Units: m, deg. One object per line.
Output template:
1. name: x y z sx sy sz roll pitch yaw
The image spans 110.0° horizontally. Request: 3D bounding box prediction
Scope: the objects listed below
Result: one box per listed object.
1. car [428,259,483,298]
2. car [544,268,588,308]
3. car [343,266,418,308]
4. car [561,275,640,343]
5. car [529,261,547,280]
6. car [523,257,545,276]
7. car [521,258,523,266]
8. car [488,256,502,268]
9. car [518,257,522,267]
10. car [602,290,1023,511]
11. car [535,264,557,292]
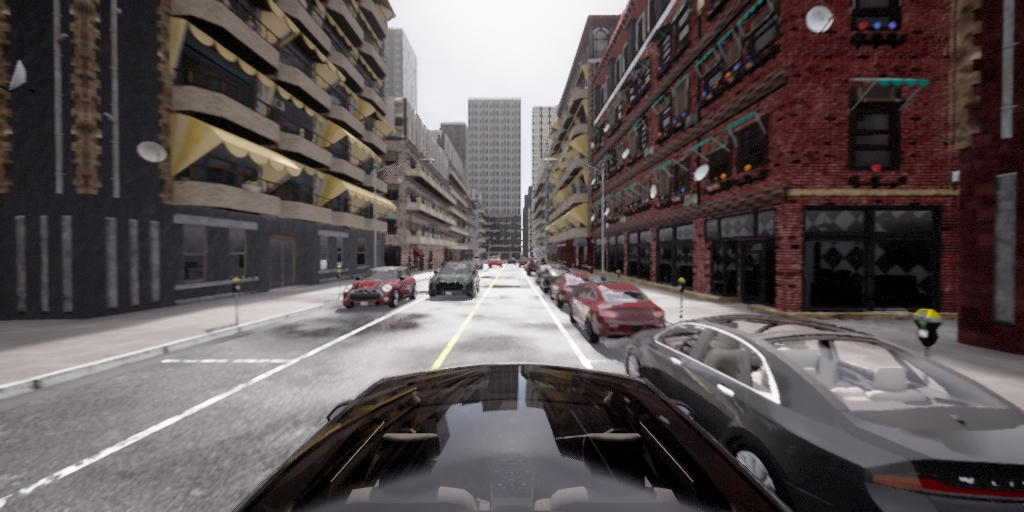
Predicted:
1. car: -2.855 1.096 18.448 2.097 1.767 4.553 0 0 0
2. car: 2.559 1.328 14.938 1.802 1.307 4.207 0 0 0
3. car: -5.321 1.185 14.912 1.967 1.591 4.097 0 0 0
4. car: 2.562 1.330 9.388 1.802 1.307 4.207 0 0 0
5. car: 2.554 1.291 26.035 2.007 1.370 4.403 0 0 0
6. car: 2.549 1.051 37.134 2.192 1.841 5.009 0 0 0
7. car: 2.544 1.256 48.401 1.751 1.417 4.829 0 0 0
8. car: -2.808 0.947 60.654 2.150 2.045 5.566 0 0 1
9. car: 2.235 1.076 63.541 2.097 1.767 4.553 0 0 0
10. car: 2.564 1.300 3.839 2.007 1.370 4.403 0 0 0
11. car: 2.557 1.309 20.486 1.948 1.339 4.313 0 0 0
